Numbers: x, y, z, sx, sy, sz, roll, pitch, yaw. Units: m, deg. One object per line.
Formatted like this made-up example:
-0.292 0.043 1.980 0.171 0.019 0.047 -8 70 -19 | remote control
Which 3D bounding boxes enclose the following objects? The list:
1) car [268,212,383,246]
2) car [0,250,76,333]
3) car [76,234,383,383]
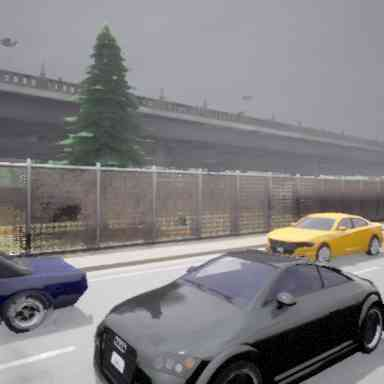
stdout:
4.750 1.497 11.664 5.008 1.535 1.882 0 0 -35 | car
-4.250 1.601 5.254 4.718 1.301 1.895 0 0 -35 | car
0.853 1.571 4.593 4.181 1.385 1.994 0 0 -36 | car
